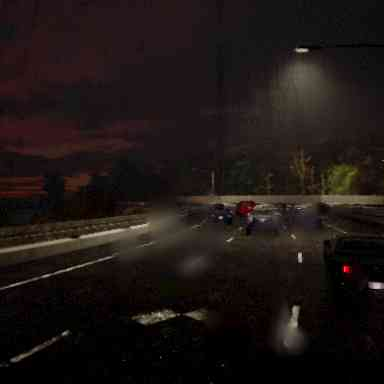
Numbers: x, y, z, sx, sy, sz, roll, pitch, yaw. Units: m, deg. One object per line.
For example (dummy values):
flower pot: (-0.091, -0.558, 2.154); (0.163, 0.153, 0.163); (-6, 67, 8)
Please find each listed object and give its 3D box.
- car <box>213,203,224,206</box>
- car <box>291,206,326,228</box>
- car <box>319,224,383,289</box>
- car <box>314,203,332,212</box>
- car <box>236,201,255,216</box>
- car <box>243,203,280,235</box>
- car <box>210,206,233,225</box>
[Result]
car: (3.828, 2.423, 48.901); (2.097, 1.767, 4.553); (0, -1, -1)
car: (9.358, 2.140, 27.399); (1.812, 1.442, 4.674); (0, -1, 10)
car: (4.794, 1.818, 9.419); (1.895, 1.301, 4.718); (0, -1, 19)
car: (22.418, 2.632, 57.085); (2.097, 1.767, 4.553); (-1, -2, 40)
car: (7.405, 2.225, 45.563); (2.150, 2.045, 5.566); (0, -1, 0)
car: (4.863, 1.854, 22.627); (2.097, 1.767, 4.553); (0, -1, 13)
car: (2.794, 2.241, 30.851); (1.994, 1.385, 4.181); (0, -1, 8)
